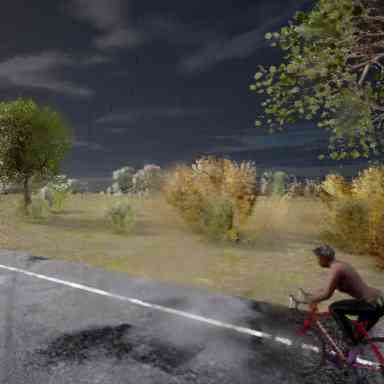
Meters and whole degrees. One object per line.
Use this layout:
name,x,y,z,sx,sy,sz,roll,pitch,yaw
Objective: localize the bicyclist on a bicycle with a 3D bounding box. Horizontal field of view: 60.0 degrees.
bicyclist on a bicycle,1.694,1.454,3.849,1.656,1.620,0.582,0,0,35
